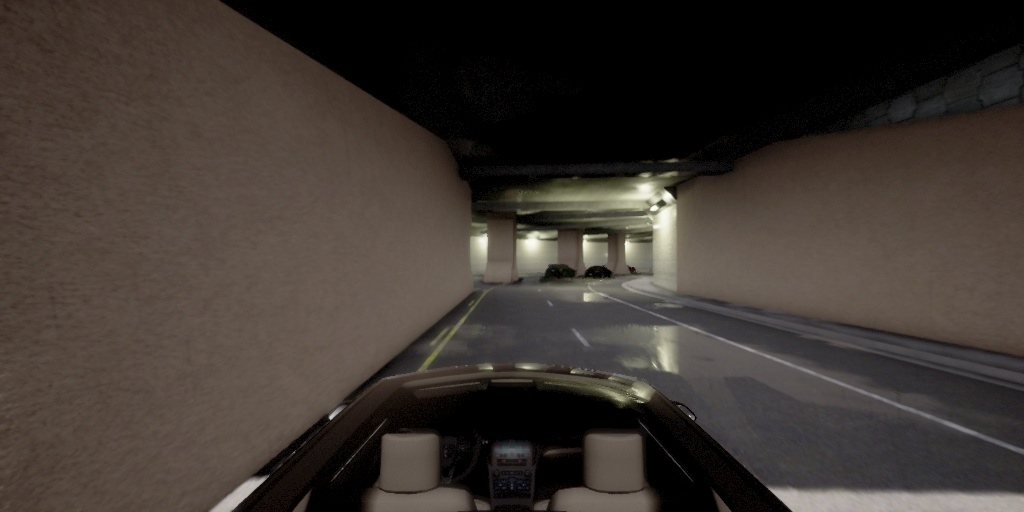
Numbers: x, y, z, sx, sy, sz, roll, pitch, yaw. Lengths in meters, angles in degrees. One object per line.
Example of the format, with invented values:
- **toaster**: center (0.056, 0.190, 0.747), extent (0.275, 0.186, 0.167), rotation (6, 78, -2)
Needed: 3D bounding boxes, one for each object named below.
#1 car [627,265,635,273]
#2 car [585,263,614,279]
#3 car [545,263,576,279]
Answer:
- **car**: center (17.940, 2.105, 59.250), extent (4.718, 1.301, 1.895), rotation (0, -1, -26)
- **car**: center (9.538, 1.769, 39.358), extent (1.812, 1.442, 4.674), rotation (-1, -1, 35)
- **car**: center (5.427, 1.595, 39.439), extent (2.097, 1.767, 4.553), rotation (0, -1, 31)
